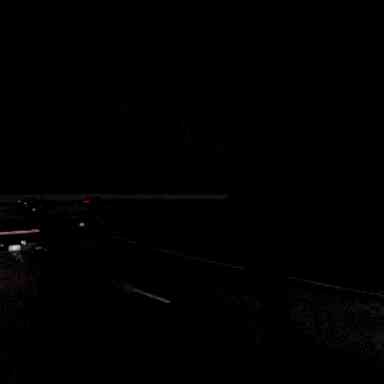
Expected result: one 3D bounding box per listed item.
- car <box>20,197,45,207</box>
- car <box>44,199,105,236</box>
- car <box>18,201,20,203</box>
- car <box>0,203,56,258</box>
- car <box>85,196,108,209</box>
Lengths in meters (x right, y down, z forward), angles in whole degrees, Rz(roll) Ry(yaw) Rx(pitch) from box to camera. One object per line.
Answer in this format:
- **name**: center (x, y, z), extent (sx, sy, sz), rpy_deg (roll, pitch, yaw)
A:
- **car**: center (-14.427, 1.307, 32.091), extent (1.895, 1.301, 4.718), rpy_deg (1, 0, -6)
- **car**: center (-6.329, 1.337, 17.547), extent (1.882, 1.535, 5.008), rpy_deg (0, 0, -30)
- **car**: center (-17.918, 1.206, 37.784), extent (1.994, 1.385, 4.181), rpy_deg (1, 0, 1)
- **car**: center (-6.585, 1.370, 11.551), extent (2.128, 1.511, 4.902), rpy_deg (0, 0, -37)
- **car**: center (-11.036, 1.215, 37.973), extent (2.128, 1.511, 4.902), rpy_deg (1, 0, 2)
